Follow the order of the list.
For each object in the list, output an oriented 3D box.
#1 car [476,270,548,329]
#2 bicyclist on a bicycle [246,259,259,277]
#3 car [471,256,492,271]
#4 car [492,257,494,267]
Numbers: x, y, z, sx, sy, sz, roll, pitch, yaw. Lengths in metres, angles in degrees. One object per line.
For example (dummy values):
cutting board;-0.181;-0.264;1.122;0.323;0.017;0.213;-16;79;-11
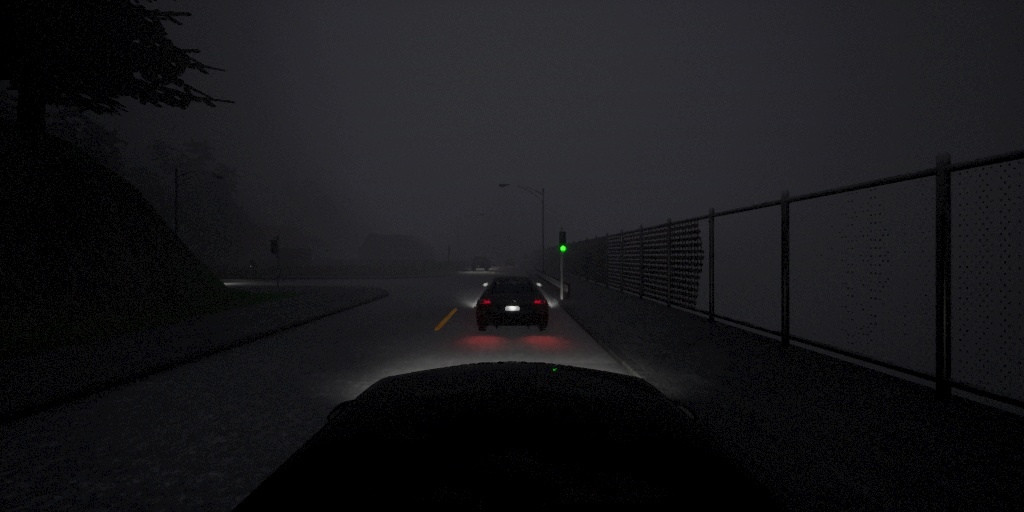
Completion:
car;0.009;1.320;11.234;1.994;1.385;4.181;0;0;0
bicyclist on a bicycle;-24.036;1.120;33.255;0.582;1.620;1.656;0;0;0
car;-4.473;1.003;50.565;2.150;2.045;5.566;0;0;0
car;-4.530;1.313;60.481;1.812;1.442;4.674;0;0;0
